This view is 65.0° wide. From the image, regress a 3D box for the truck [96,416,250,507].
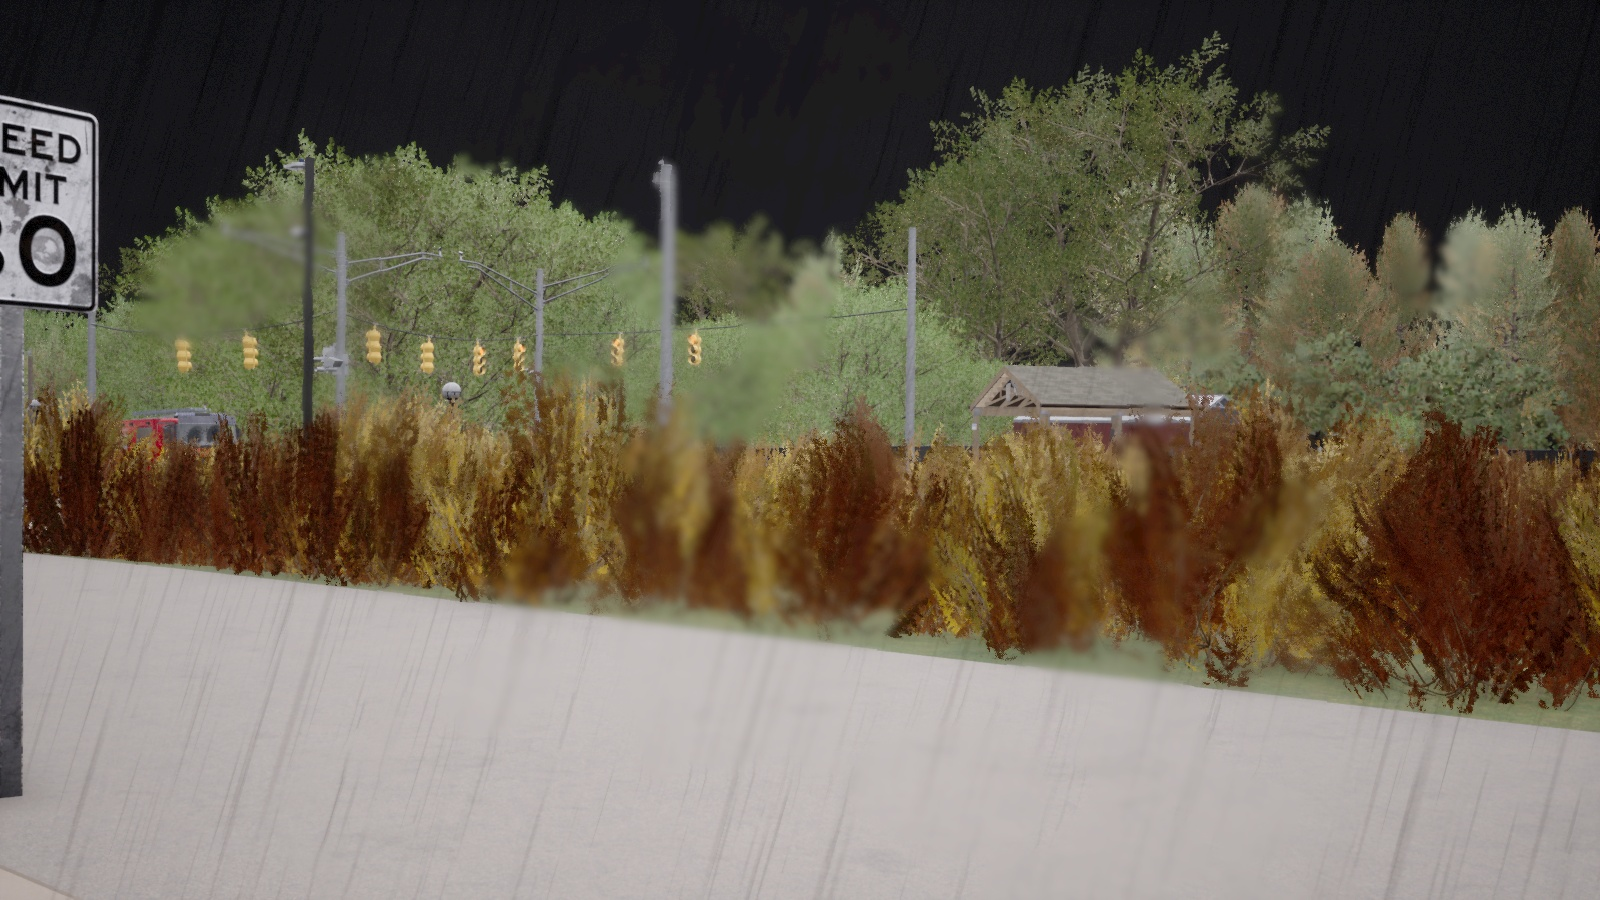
[{"bbox_3d":[-28.529,0.575,56.951,8.468,3.827,2.891,-2,0,39],"label":"truck"}]
